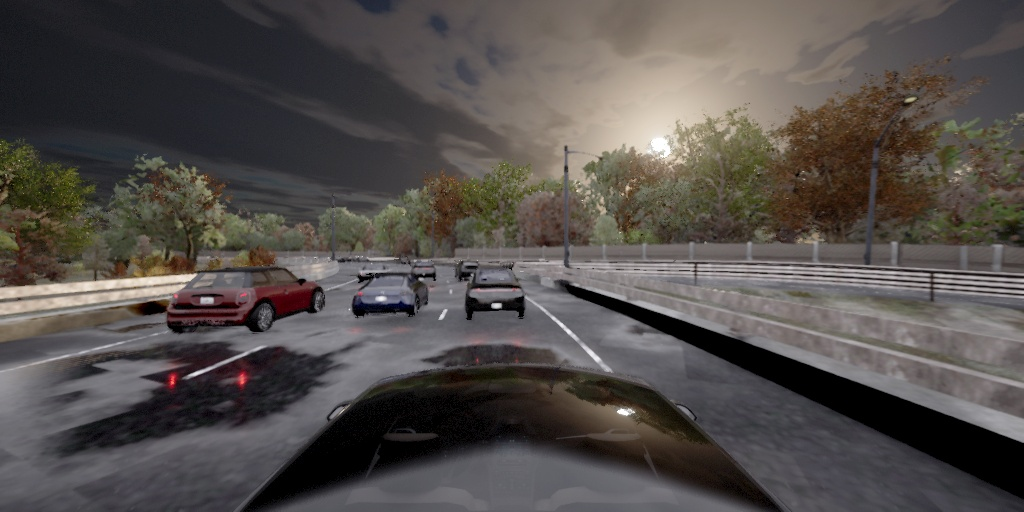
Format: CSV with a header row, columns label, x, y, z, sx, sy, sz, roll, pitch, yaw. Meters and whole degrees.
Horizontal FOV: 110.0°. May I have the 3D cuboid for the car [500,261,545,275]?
label,x,y,z,sx,sy,sz,roll,pitch,yaw
car,1.045,1.175,37.635,4.718,1.301,1.895,0,0,43

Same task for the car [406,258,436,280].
label,x,y,z,sx,sy,sz,roll,pitch,yaw
car,-7.089,1.131,28.667,2.128,1.511,4.902,0,0,-15

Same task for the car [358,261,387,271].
label,x,y,z,sx,sy,sz,roll,pitch,yaw
car,-10.150,1.262,26.754,1.895,1.301,4.718,0,0,-14

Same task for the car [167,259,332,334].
label,x,y,z,sx,sy,sz,roll,pitch,yaw
car,-7.523,1.084,10.764,2.097,1.767,4.553,0,0,-5

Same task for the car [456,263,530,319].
label,x,y,z,sx,sy,sz,roll,pitch,yaw
car,-0.663,1.188,12.569,2.128,1.511,4.902,0,0,-5

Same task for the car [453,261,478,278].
label,x,y,z,sx,sy,sz,roll,pitch,yaw
car,-3.597,1.129,29.108,1.837,1.490,4.892,0,0,-15

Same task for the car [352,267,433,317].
label,x,y,z,sx,sy,sz,roll,pitch,yaw
car,-4.224,1.272,13.011,1.994,1.385,4.181,0,0,-6
